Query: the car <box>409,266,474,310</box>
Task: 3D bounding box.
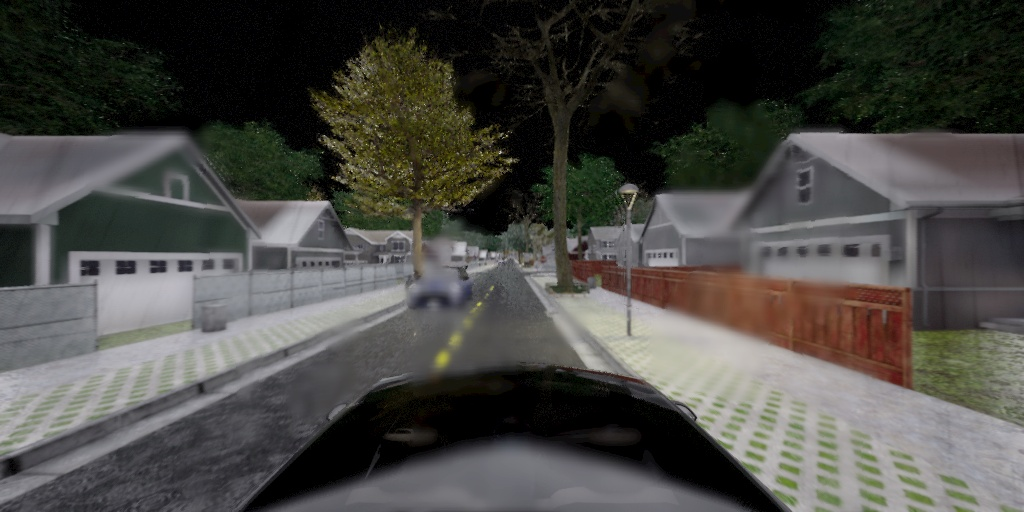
[{"bbox_3d":[-2.850,1.228,15.322,2.097,1.767,4.553,0,-1,0],"label":"car"}]
